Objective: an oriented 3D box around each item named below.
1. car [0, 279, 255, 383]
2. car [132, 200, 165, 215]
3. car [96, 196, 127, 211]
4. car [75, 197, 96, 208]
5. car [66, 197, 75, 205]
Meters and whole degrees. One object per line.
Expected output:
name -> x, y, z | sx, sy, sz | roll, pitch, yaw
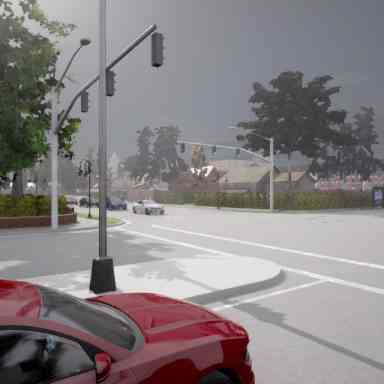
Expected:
car -> -1.684, 1.478, 2.567 | 5.008, 1.535, 1.882 | 0, 0, -35
car -> -4.613, 1.526, 34.387 | 1.812, 1.442, 4.674 | 0, 0, -35
car -> -9.820, 1.352, 41.591 | 2.097, 1.767, 4.553 | 0, 0, -36
car -> -15.214, 1.505, 49.044 | 1.837, 1.490, 4.892 | 0, 0, -36
car -> -21.012, 1.564, 57.108 | 1.994, 1.385, 4.181 | 0, 0, -34
